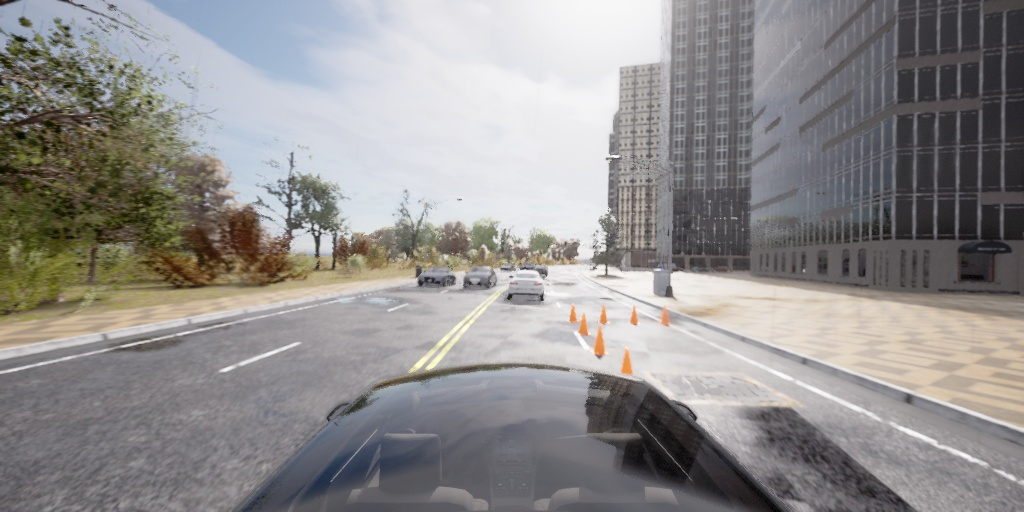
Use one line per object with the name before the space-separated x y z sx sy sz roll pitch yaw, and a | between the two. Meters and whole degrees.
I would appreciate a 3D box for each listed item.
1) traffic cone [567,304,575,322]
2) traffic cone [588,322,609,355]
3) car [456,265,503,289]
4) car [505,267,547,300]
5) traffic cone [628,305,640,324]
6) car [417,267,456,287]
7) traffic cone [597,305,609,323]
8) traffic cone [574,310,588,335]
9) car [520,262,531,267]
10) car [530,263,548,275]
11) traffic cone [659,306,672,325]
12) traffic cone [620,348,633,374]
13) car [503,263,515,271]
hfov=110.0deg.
traffic cone | 2.012 1.872 11.832 0.340 0.580 0.340 0 0 1
traffic cone | 1.912 1.823 7.834 0.340 0.580 0.340 0 0 1
car | -2.181 1.471 25.408 2.128 1.511 4.902 1 -1 5
car | 0.816 1.506 19.564 1.812 1.442 4.674 1 -1 4
traffic cone | 4.010 1.918 11.782 0.340 0.580 0.340 0 0 1
car | -5.381 1.477 26.109 1.994 1.385 4.181 1 -1 5
traffic cone | 3.011 1.895 11.807 0.340 0.580 0.340 0 0 1
traffic cone | 1.961 1.847 9.833 0.340 0.580 0.340 0 0 1
car | 2.557 1.867 61.124 2.097 1.767 4.553 1 -1 11
car | 3.812 1.909 47.621 1.812 1.442 4.674 1 -1 8
traffic cone | 5.010 1.941 11.756 0.340 0.580 0.340 0 0 1
traffic cone | 1.861 1.798 5.834 0.340 0.580 0.340 0 0 1
car | -0.724 1.984 61.394 2.033 1.411 5.357 1 -1 11
